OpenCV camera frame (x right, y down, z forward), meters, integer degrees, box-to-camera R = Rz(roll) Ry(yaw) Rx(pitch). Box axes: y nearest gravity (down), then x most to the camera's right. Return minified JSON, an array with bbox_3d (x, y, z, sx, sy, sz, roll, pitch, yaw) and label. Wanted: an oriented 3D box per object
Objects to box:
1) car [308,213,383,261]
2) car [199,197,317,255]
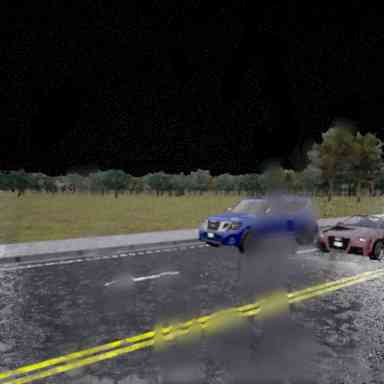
[{"bbox_3d":[6.536,1.567,12.339,4.181,1.385,1.994,0,0,-36],"label":"car"},{"bbox_3d":[2.936,1.223,13.764,5.566,2.045,2.150,0,0,-35],"label":"car"}]
